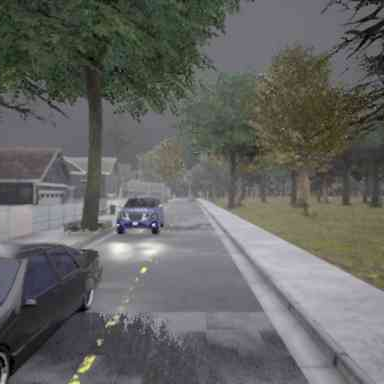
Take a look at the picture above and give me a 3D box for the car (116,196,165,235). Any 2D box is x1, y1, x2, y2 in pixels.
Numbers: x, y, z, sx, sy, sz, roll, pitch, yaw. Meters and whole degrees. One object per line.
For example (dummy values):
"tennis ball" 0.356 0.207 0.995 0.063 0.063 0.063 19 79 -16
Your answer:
"car" -2.849 1.248 19.493 2.150 2.045 5.566 0 0 0

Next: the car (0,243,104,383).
"car" -2.847 1.547 4.996 2.033 1.411 5.357 0 0 1

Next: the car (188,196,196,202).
"car" -0.068 1.878 85.889 2.033 1.411 5.357 0 0 0
